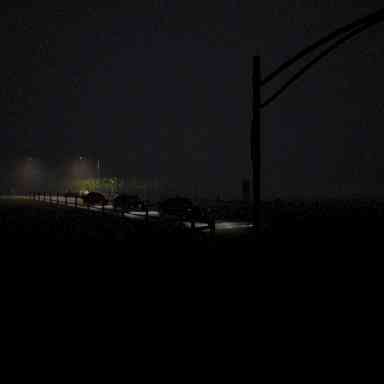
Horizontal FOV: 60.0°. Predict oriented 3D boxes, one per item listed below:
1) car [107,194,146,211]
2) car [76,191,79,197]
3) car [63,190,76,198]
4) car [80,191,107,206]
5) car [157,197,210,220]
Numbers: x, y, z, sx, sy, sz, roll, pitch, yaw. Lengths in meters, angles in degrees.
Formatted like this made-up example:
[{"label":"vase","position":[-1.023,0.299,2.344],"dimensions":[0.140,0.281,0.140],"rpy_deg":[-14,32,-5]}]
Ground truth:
[{"label":"car","position":[-6.101,0.970,31.951],"dimensions":[1.837,1.490,4.892],"rpy_deg":[0,1,-35]},{"label":"car","position":[-16.373,0.612,53.199],"dimensions":[2.033,1.411,5.357],"rpy_deg":[0,1,-35]},{"label":"car","position":[-22.519,0.355,62.029],"dimensions":[1.882,1.535,5.008],"rpy_deg":[0,1,-35]},{"label":"car","position":[-11.701,0.815,40.026],"dimensions":[1.812,1.442,4.674],"rpy_deg":[0,1,-35]},{"label":"car","position":[-0.708,1.114,24.192],"dimensions":[1.882,1.535,5.008],"rpy_deg":[0,1,-35]}]
